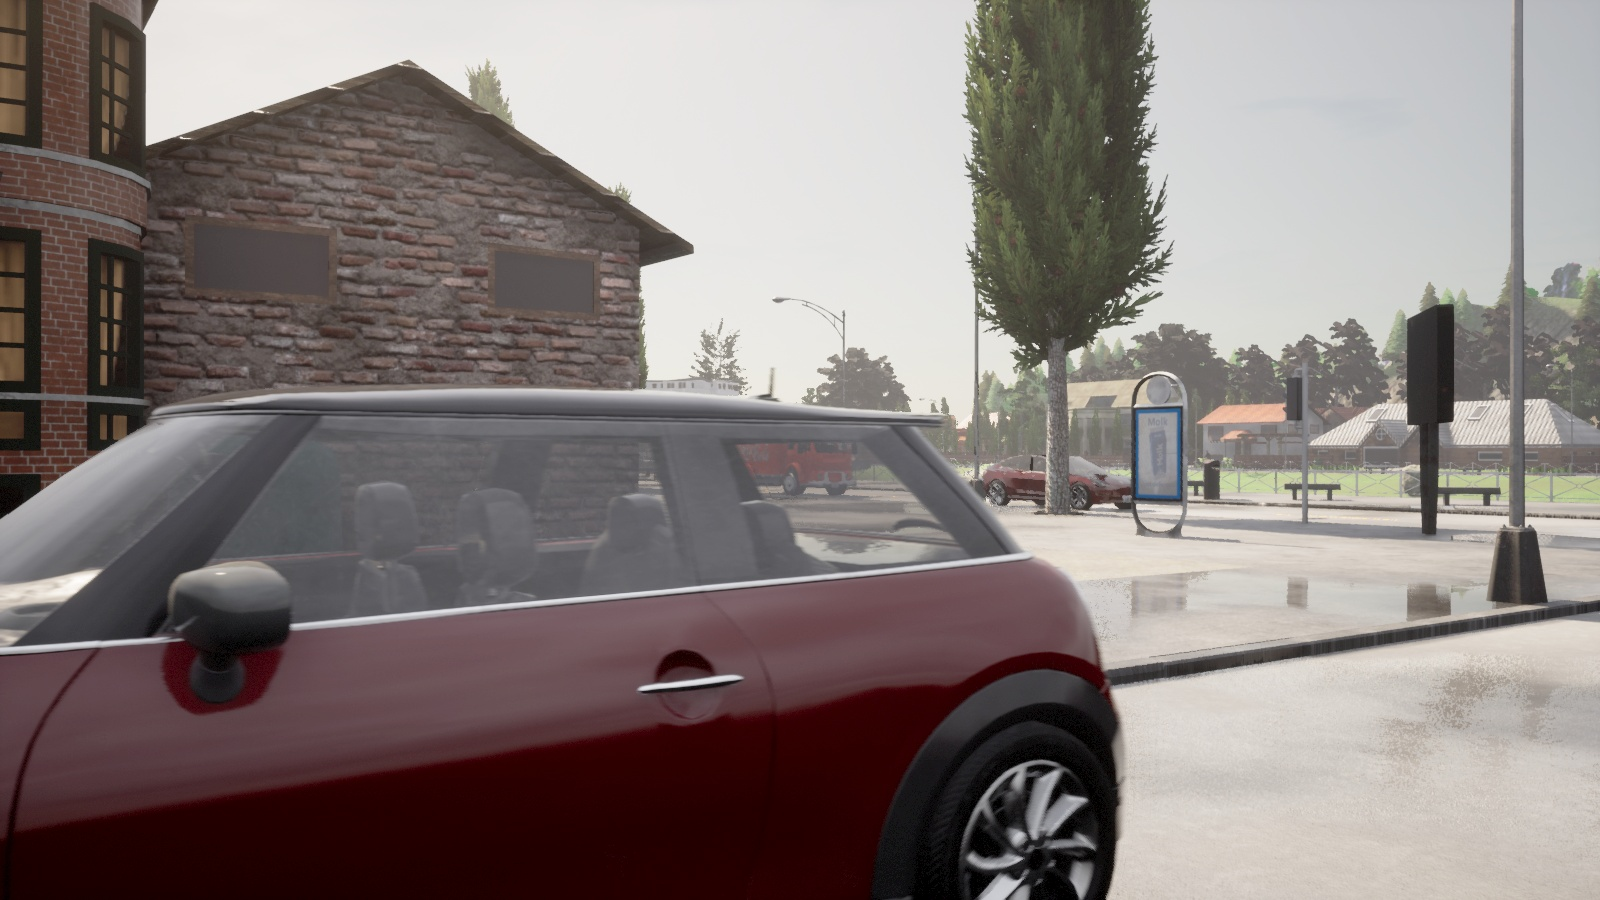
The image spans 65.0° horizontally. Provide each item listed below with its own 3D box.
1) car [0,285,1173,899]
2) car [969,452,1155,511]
[{"bbox_3d":[-1.351,0.614,3.326,4.553,1.767,2.097,0,0,-35],"label":"car"},{"bbox_3d":[7.044,0.813,34.265,2.163,1.488,4.792,0,0,-35],"label":"car"}]
